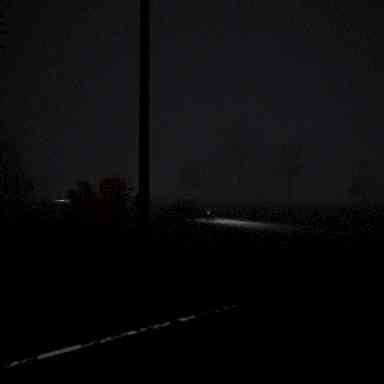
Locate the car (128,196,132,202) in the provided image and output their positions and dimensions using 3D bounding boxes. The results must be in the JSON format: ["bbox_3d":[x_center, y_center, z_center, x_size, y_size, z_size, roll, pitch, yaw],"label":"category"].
[{"bbox_3d":[-11.933,0.990,57.969,1.837,1.490,4.892,0,1,-35],"label":"car"}]

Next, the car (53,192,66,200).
[{"bbox_3d":[-26.802,0.853,67.266,2.128,1.511,4.902,0,1,-34],"label":"car"}]

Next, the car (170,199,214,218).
[{"bbox_3d":[-0.065,1.374,28.946,2.128,1.511,4.902,0,1,-35],"label":"car"}]
